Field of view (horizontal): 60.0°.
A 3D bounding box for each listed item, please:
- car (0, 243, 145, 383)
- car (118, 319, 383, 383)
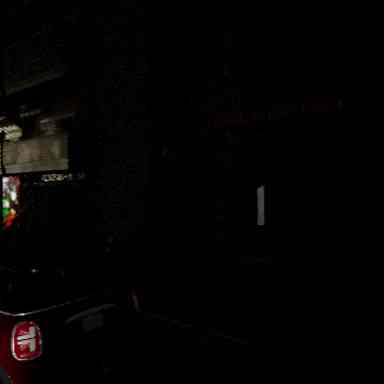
[{"bbox_3d":[-2.661,1.461,4.771,4.097,1.590,1.967,0,0,35],"label":"car"},{"bbox_3d":[1.947,1.542,1.484,4.507,1.381,1.887,0,0,35],"label":"car"}]
